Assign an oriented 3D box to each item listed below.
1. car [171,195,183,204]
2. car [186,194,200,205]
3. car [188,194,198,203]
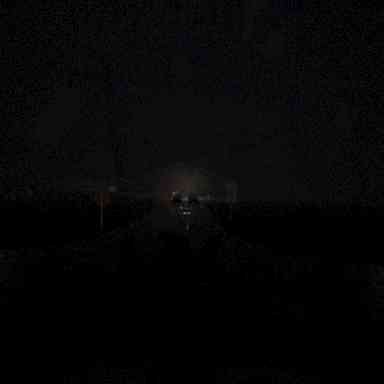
[{"bbox_3d":[-2.527,1.206,57.810,1.882,1.535,5.008,0,1,0],"label":"car"},{"bbox_3d":[0.203,1.319,52.772,1.812,1.442,4.674,0,1,0],"label":"car"},{"bbox_3d":[0.243,1.156,62.806,1.837,1.490,4.892,0,1,0],"label":"car"}]
